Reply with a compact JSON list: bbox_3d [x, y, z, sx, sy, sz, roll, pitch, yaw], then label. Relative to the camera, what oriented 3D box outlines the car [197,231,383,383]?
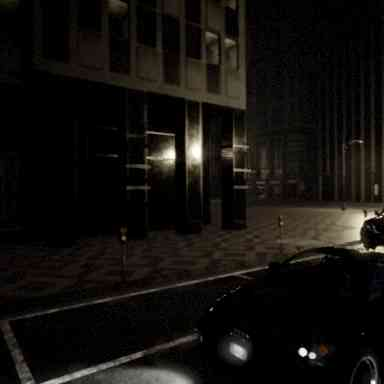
[{"bbox_3d":[2.130,1.540,4.784,4.181,1.385,1.994,-1,0,-35],"label":"car"}]

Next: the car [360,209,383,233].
[{"bbox_3d":[8.544,1.234,12.842,5.009,1.841,2.192,0,0,-36],"label":"car"}]
